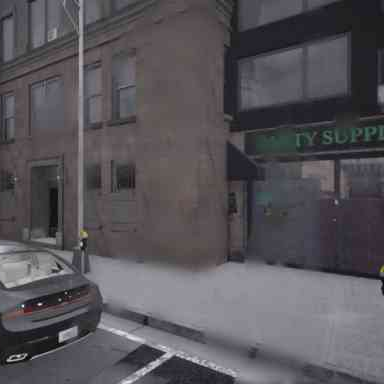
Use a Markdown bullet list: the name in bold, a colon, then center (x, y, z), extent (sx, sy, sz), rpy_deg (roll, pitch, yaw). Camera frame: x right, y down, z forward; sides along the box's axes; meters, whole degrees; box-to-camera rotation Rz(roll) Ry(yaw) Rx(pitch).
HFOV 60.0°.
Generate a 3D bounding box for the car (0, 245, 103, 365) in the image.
- **car**: center (-3.330, 1.551, 5.452), extent (4.403, 1.369, 2.008), rpy_deg (0, 0, 35)
